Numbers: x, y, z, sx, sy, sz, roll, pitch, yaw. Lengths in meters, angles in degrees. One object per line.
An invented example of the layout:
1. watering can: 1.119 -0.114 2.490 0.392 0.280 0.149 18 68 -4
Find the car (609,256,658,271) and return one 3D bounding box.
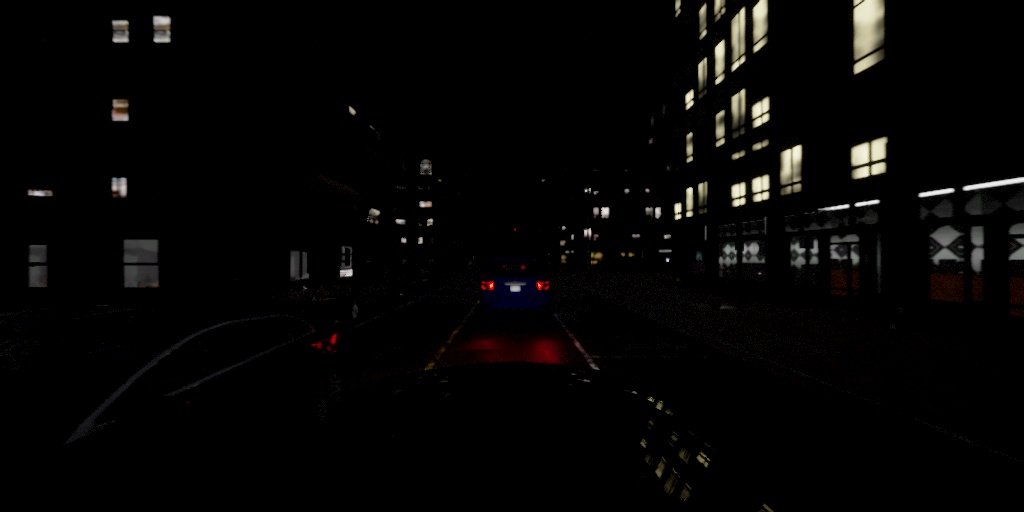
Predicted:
1. car: 14.714 0.952 42.802 5.009 1.841 2.192 0 0 0

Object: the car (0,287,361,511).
1. car: -3.100 1.247 2.893 2.128 1.511 4.902 0 0 0

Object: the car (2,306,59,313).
1. car: -5.691 1.311 4.258 2.007 1.370 4.403 0 0 0

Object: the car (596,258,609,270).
1. car: 14.581 0.974 51.181 5.009 1.841 2.192 0 0 0

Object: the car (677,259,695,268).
1. car: 25.672 1.034 51.278 4.207 1.307 1.802 0 0 0

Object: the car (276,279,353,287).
1. car: -5.690 1.335 9.906 2.007 1.370 4.403 0 0 0

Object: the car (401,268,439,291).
1. car: -5.739 1.421 22.823 1.802 1.307 4.207 0 0 0

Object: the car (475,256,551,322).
1. car: 0.096 1.017 12.662 2.150 2.045 5.566 0 0 0
